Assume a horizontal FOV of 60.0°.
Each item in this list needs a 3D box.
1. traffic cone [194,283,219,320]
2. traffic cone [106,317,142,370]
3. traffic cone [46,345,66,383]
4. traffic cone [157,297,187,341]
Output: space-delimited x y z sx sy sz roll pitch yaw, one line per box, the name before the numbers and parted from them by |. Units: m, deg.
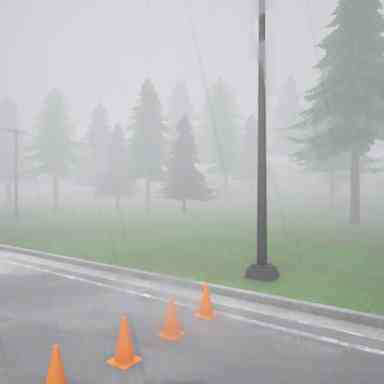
traffic cone | 0.260 1.955 6.045 0.340 0.580 0.340 0 0 35
traffic cone | -0.895 1.955 4.412 0.340 0.580 0.340 0 0 35
traffic cone | -1.472 1.955 3.595 0.340 0.580 0.340 0 0 35
traffic cone | -0.317 1.955 5.228 0.340 0.580 0.340 0 0 35
